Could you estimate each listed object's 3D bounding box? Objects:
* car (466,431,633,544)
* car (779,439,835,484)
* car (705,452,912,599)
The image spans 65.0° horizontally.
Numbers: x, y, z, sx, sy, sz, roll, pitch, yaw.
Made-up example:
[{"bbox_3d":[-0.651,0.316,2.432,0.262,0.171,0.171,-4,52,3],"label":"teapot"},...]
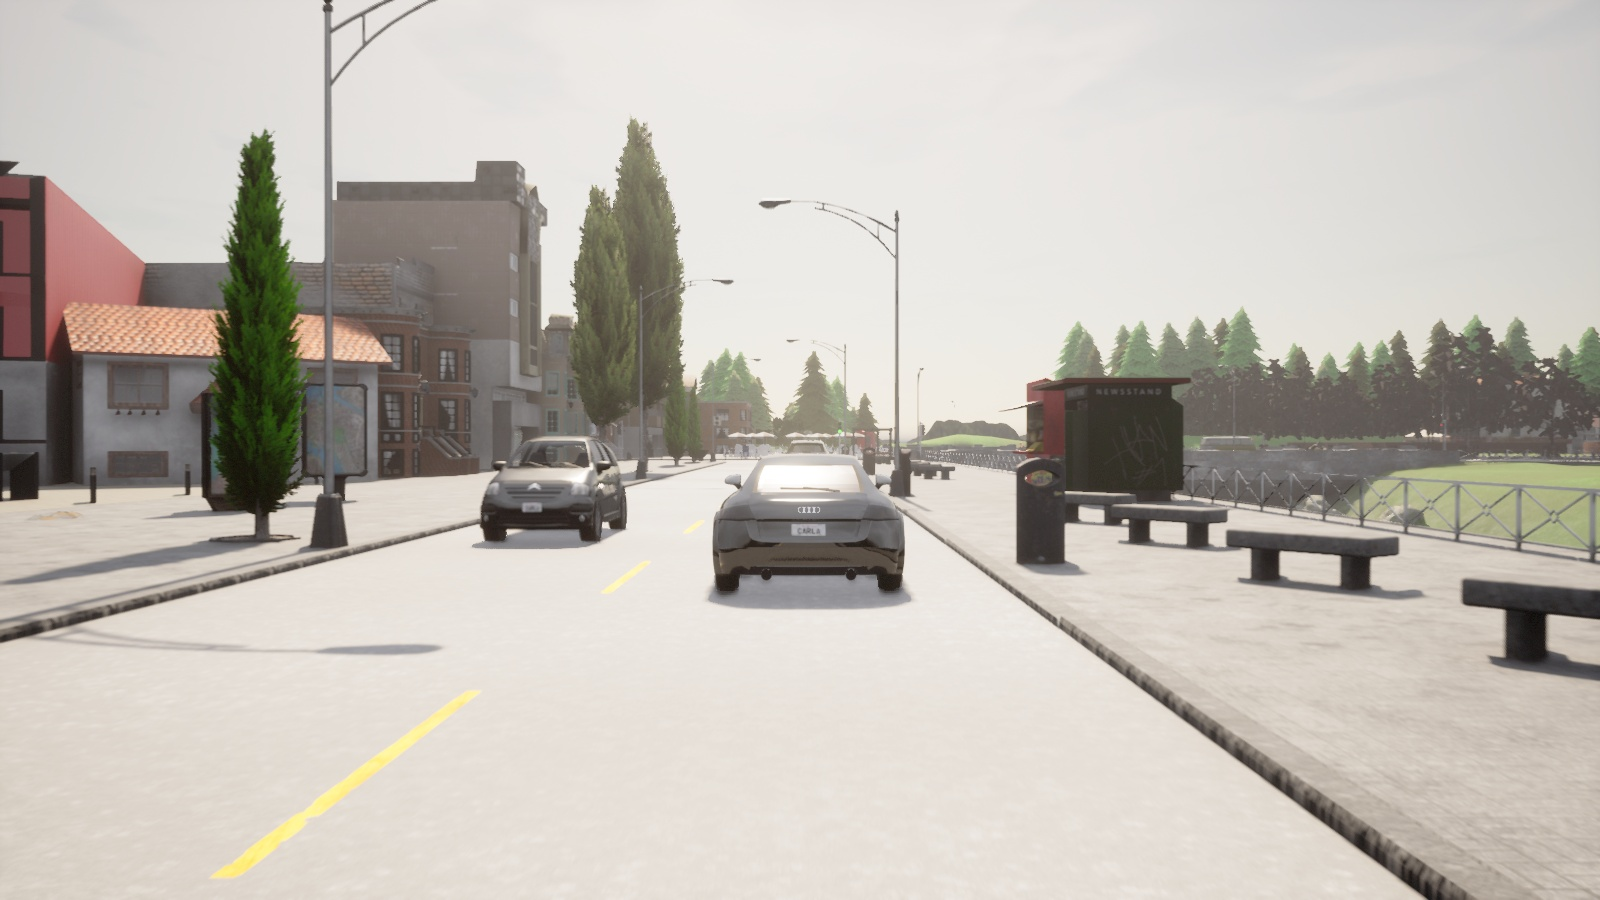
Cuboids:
[{"bbox_3d":[-3.873,0.529,20.050,1.851,1.617,3.988,0,0,0],"label":"car"},{"bbox_3d":[0.283,0.405,48.242,2.033,1.649,4.856,0,0,0],"label":"car"},{"bbox_3d":[0.094,0.731,14.158,1.994,1.385,4.181,0,0,0],"label":"car"}]
